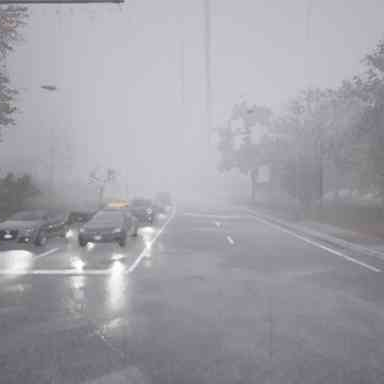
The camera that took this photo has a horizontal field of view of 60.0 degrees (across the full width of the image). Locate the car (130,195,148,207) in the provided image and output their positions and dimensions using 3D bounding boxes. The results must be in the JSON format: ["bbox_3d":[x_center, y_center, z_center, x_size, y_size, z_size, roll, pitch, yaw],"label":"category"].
[{"bbox_3d":[-7.728,1.268,49.041,2.128,1.511,4.902,0,1,-4],"label":"car"}]

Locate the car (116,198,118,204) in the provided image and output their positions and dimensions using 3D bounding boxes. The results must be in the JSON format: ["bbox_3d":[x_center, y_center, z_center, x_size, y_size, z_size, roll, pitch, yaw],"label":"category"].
[{"bbox_3d":[-7.211,1.345,33.990,1.882,1.535,5.008,0,0,-1],"label":"car"}]

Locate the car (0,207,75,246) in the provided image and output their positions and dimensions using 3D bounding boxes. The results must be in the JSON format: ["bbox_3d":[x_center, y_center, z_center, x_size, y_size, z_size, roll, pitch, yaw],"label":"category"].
[{"bbox_3d":[-7.104,1.523,14.844,1.994,1.385,4.181,0,0,0],"label":"car"}]

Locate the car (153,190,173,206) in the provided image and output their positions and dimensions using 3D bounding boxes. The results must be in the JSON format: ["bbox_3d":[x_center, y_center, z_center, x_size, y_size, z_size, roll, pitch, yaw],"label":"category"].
[{"bbox_3d":[-4.233,0.964,49.234,2.150,2.045,5.566,0,1,-4],"label":"car"}]

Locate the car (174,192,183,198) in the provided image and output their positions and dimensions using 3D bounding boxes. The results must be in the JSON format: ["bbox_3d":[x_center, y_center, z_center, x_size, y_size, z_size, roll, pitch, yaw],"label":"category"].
[{"bbox_3d":[-3.891,0.728,86.767,2.097,1.767,4.553,0,1,-18],"label":"car"}]

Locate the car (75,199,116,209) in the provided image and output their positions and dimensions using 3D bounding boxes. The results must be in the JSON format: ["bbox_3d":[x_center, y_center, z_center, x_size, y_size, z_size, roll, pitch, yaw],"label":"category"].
[{"bbox_3d":[-7.118,1.405,23.588,1.882,1.535,5.008,0,0,0],"label":"car"}]

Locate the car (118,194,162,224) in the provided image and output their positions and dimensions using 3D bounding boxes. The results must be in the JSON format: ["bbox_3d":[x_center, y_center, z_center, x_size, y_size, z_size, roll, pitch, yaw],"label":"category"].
[{"bbox_3d":[-3.622,1.277,24.007,2.097,1.767,4.553,0,0,0],"label":"car"}]

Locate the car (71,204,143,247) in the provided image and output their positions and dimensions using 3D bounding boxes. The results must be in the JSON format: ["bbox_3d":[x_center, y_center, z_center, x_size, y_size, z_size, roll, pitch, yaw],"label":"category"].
[{"bbox_3d":[-3.602,1.484,15.028,1.812,1.442,4.674,0,0,0],"label":"car"}]

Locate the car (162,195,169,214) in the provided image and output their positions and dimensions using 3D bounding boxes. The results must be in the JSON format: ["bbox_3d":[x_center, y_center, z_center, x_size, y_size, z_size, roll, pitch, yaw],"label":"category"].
[{"bbox_3d":[-3.710,1.391,34.269,1.812,1.442,4.674,0,0,-1],"label":"car"}]
